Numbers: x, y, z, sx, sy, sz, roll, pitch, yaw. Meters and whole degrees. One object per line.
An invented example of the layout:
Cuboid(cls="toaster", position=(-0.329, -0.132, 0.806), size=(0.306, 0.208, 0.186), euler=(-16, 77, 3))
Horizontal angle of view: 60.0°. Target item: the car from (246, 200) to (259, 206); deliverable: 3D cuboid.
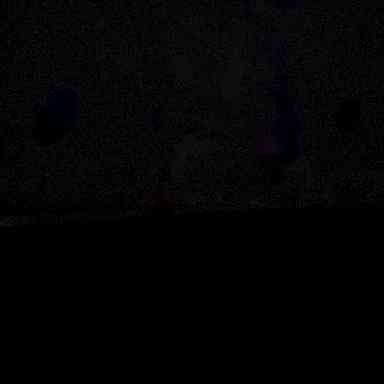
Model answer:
Cuboid(cls="car", position=(15.488, 2.663, 84.425), size=(1.812, 1.442, 4.674), euler=(0, 0, 36))

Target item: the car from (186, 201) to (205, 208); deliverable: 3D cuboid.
Cuboid(cls="car", position=(0.818, 2.389, 64.133), size=(1.812, 1.442, 4.674), euler=(0, 0, 36))
